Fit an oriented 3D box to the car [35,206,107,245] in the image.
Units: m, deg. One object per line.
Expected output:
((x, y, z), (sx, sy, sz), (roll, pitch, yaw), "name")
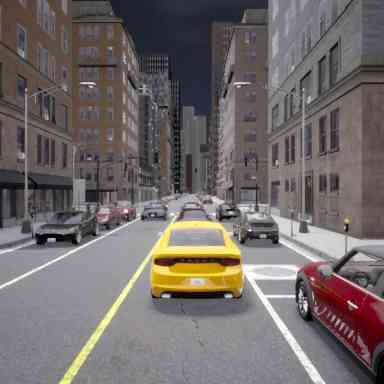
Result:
((-5.661, 1.567, 15.590), (1.947, 1.339, 4.313), (0, 0, 0), "car")

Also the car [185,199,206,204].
((0.014, 1.529, 26.317), (1.812, 1.442, 4.674), (0, 0, 2), "car")

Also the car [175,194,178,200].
((-5.539, 1.636, 90.568), (1.752, 1.417, 4.829), (0, 0, 0), "car")

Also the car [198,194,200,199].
((2.949, 1.615, 74.496), (2.008, 1.369, 4.403), (0, 0, 0), "car")

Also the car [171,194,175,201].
((-5.576, 1.615, 74.512), (2.008, 1.369, 4.403), (0, 0, 0), "car")

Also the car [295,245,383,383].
((2.858, 1.440, 4.582), (1.967, 1.590, 4.097), (0, 0, 0), "car")

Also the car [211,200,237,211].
((2.870, 1.569, 26.588), (1.947, 1.339, 4.313), (0, 0, 0), "car")

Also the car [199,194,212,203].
((2.923, 1.483, 63.678), (1.967, 1.590, 4.097), (0, 0, 0), "car")

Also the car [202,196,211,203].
((2.936, 1.579, 69.257), (1.752, 1.417, 4.829), (0, 0, 0), "car")

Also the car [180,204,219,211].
((0.116, 1.565, 17.506), (1.994, 1.385, 4.181), (0, 0, 0), "car")

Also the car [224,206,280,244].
((2.864, 1.552, 15.585), (2.008, 1.369, 4.403), (0, 0, 0), "car")

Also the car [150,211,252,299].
((0.099, 1.478, 8.512), (1.882, 1.535, 5.008), (0, 0, 0), "car")

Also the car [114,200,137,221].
((-5.656, 1.443, 26.593), (1.967, 1.590, 4.097), (0, 0, 0), "car")

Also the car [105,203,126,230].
((-5.658, 1.584, 21.091), (1.802, 1.307, 4.206), (0, 0, 0), "car")

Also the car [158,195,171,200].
((-5.601, 1.625, 63.695), (1.802, 1.307, 4.206), (0, 0, 0), "car")

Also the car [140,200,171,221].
((-2.985, 1.579, 27.330), (1.994, 1.385, 4.181), (0, 0, 0), "car")
